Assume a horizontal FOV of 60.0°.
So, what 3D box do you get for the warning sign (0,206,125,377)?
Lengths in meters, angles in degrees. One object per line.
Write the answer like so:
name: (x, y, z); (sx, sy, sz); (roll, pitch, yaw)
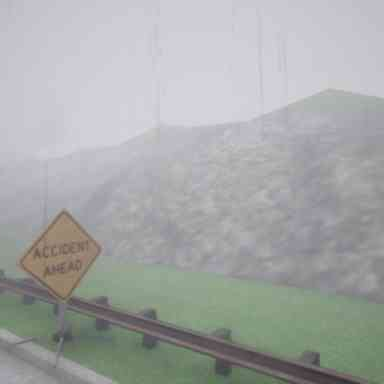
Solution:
warning sign: (-1.783, 1.154, 4.586); (1.060, 1.860, 1.300); (-1, 0, 35)
